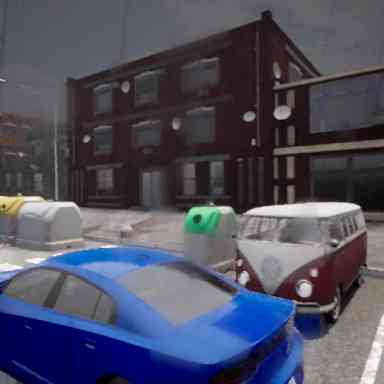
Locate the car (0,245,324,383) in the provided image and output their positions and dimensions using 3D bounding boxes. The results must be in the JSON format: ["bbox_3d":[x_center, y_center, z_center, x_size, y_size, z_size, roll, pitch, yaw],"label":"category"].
[{"bbox_3d":[-1.216,1.468,4.203,5.008,1.535,1.882,0,0,35],"label":"car"}]
